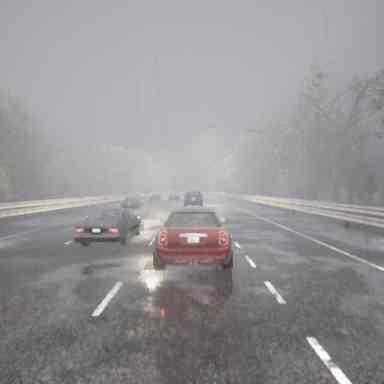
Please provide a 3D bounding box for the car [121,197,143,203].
[{"bbox_3d":[-6.811,1.245,37.970,1.994,1.385,4.181,0,0,0],"label":"car"}]

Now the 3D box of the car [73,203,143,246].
[{"bbox_3d":[-3.430,1.417,14.479,2.033,1.411,5.357,0,1,0],"label":"car"}]

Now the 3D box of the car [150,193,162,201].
[{"bbox_3d":[-6.693,0.993,62.271,1.837,1.490,4.892,0,0,0],"label":"car"}]

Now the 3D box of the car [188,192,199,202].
[{"bbox_3d":[0.306,0.822,62.041,2.097,1.767,4.553,0,0,0],"label":"car"}]

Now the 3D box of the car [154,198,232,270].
[{"bbox_3d":[0.045,1.246,10.751,2.097,1.767,4.553,0,1,0],"label":"car"}]

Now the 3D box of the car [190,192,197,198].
[{"bbox_3d":[0.458,0.761,91.881,1.812,1.442,4.674,0,0,0],"label":"car"}]

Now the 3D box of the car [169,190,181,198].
[{"bbox_3d":[-3.194,0.830,62.122,2.097,1.767,4.553,0,0,0],"label":"car"}]

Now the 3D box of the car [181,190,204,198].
[{"bbox_3d":[0.187,0.886,37.874,2.150,2.045,5.566,0,0,0],"label":"car"}]
